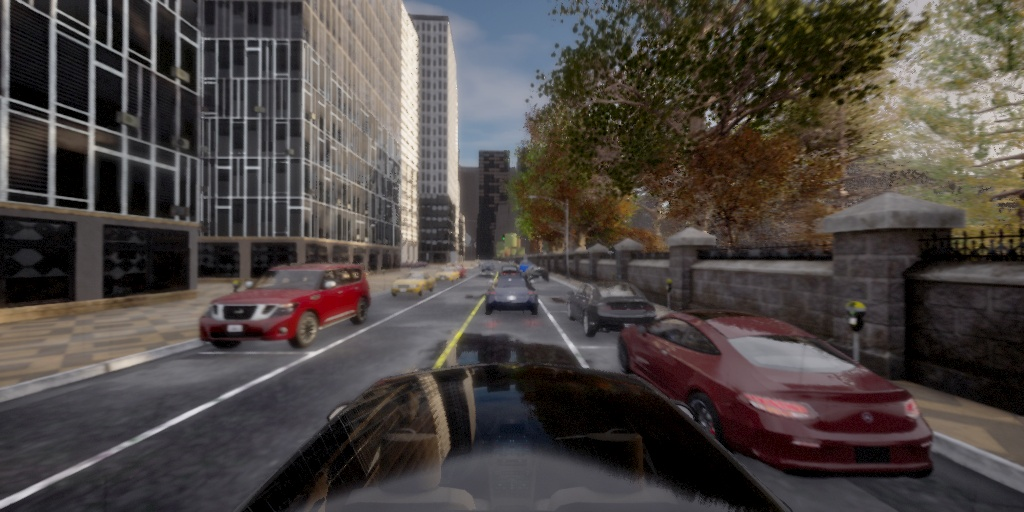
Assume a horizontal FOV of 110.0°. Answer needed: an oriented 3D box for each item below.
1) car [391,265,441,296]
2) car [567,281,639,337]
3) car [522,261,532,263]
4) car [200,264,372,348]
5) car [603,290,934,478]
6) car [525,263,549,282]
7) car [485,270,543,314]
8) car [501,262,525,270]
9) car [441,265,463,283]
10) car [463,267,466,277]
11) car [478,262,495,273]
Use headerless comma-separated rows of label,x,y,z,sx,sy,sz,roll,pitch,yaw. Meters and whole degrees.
car,-5.578,1.459,20.714,1.751,1.417,4.829,0,0,0
car,2.681,1.383,10.381,2.007,1.370,4.403,0,0,0
car,2.310,1.621,38.657,1.751,1.417,4.829,0,0,-1
car,-5.485,1.141,9.601,2.192,1.841,5.009,0,0,0
car,2.705,1.361,4.761,1.802,1.307,4.207,0,0,0
car,2.419,1.594,32.864,2.007,1.370,4.403,0,0,-1
car,-0.011,1.436,14.425,1.994,1.385,4.181,0,0,0
car,-0.187,1.516,29.221,1.837,1.490,4.892,0,0,0
car,-5.738,1.564,32.005,1.751,1.417,4.829,0,0,-1
car,-5.845,1.636,37.817,1.888,1.381,4.507,0,0,-1
car,-3.603,1.809,54.702,1.994,1.385,4.181,0,-1,-1
